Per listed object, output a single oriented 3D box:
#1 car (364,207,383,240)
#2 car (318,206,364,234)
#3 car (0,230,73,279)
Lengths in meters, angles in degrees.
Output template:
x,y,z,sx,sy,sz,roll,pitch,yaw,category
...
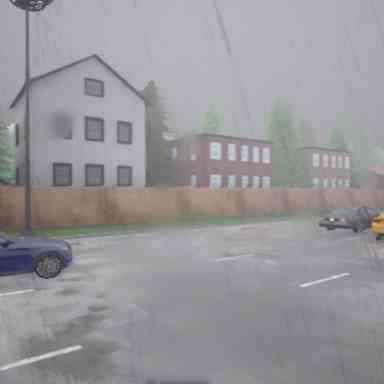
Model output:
x,y,z,sx,sy,sz,roll,pitch,yaw,category
10.389,1.449,15.582,5.008,1.535,1.882,0,0,-36,car
9.517,1.524,19.269,5.357,1.411,2.033,0,0,-36,car
-5.470,1.552,8.422,4.674,1.442,1.812,0,0,-36,car
